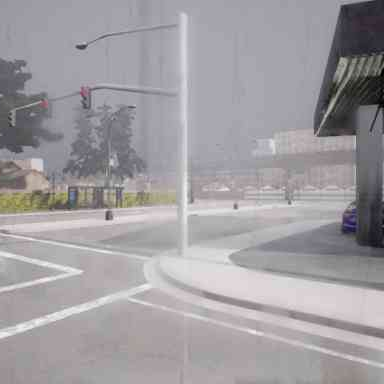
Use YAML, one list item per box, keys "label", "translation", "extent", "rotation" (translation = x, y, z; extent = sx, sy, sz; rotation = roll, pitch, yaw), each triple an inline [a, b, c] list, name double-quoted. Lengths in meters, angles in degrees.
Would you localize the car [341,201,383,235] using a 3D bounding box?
- label: "car"
  translation: [9.490, 1.295, 17.698]
  extent: [2.242, 1.667, 4.611]
  rotation: [0, 0, 37]
